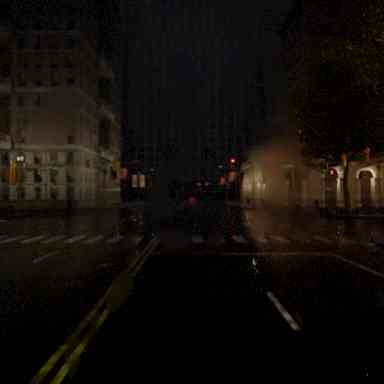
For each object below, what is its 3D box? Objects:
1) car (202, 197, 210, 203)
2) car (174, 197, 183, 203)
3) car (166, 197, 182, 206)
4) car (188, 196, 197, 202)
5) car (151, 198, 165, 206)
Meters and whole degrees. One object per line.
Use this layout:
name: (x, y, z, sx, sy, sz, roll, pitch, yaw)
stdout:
car: (3.647, 1.988, 85.898, 2.033, 1.411, 5.357, 0, 0, 1)
car: (-3.384, 2.044, 82.793, 2.033, 1.411, 5.357, 0, 0, 1)
car: (-3.533, 1.906, 66.514, 1.837, 1.490, 4.892, 0, 0, 0)
car: (0.147, 1.803, 85.903, 2.097, 1.767, 4.553, 0, 0, 1)
car: (-7.033, 1.906, 66.517, 1.837, 1.490, 4.892, 0, 0, 0)
